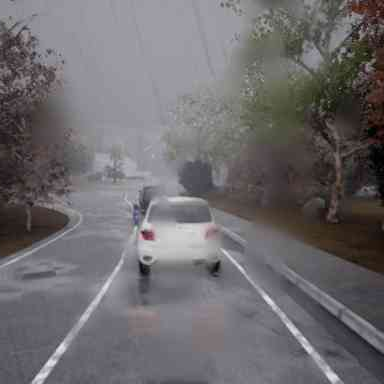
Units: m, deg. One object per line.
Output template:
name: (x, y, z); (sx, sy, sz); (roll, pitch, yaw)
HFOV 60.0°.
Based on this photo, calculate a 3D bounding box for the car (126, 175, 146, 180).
car: (-13.638, -3.545, 80.703); (4.718, 1.301, 1.895); (2, 5, 26)

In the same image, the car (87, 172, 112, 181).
car: (-22.138, -3.761, 79.610); (5.566, 2.045, 2.150); (-1, 5, -1)

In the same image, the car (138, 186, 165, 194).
car: (-3.520, 0.425, 29.671); (2.150, 2.045, 5.566); (-1, 4, -13)

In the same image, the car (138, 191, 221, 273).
car: (-0.472, 1.150, 10.616); (2.150, 2.045, 5.566); (0, 1, -4)
